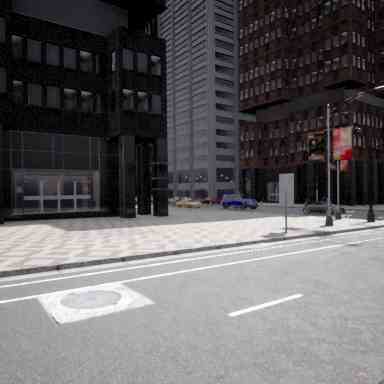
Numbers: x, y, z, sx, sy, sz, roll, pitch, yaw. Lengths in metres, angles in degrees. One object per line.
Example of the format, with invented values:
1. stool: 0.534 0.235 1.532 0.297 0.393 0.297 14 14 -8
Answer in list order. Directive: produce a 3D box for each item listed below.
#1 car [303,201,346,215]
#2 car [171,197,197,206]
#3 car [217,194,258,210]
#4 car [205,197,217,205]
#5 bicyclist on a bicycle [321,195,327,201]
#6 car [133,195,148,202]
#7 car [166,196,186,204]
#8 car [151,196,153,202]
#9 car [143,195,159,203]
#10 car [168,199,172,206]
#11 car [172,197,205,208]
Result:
1. car: 13.533 1.626 34.237 1.994 1.385 4.181 -1 0 -36
2. car: -1.570 1.673 60.751 2.033 1.411 5.357 -1 0 -35
3. car: 6.292 1.326 44.357 2.150 2.045 5.566 -1 1 -35
4. car: 3.140 1.613 58.853 1.887 1.381 4.507 -1 1 -36
5. bicyclist on a bicycle: 17.416 1.253 43.805 1.656 1.620 0.582 -1 1 -36
6. car: -12.631 1.618 80.922 1.967 1.590 4.097 -1 1 -36
7. car: -3.267 1.636 67.819 1.752 1.417 4.829 -1 1 -36
8. car: -7.764 1.653 69.366 1.812 1.442 4.674 -1 0 -36
9. car: -9.478 1.595 76.508 1.967 1.590 4.097 -1 1 -36
10. car: -1.905 1.720 55.889 1.994 1.385 4.181 -1 0 -35
11. car: -0.547 1.700 49.349 1.752 1.417 4.829 -1 1 -36
